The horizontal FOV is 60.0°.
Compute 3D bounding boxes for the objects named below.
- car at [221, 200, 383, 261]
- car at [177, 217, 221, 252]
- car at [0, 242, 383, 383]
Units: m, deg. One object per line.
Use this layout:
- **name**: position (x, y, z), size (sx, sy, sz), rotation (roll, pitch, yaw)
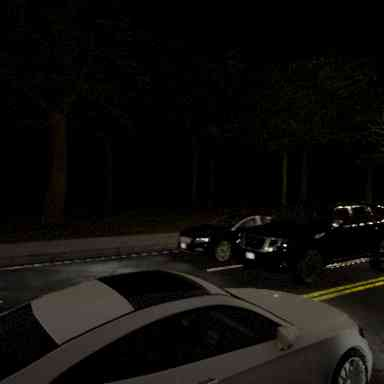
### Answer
- **car**: position (3.841, 1.288, 9.912), size (5.566, 2.045, 2.150), rotation (1, 0, -32)
- **car**: position (1.805, 1.553, 12.429), size (4.902, 1.511, 2.128), rotation (1, 0, -32)
- **car**: position (-0.180, 1.533, 3.192), size (4.674, 1.442, 1.812), rotation (1, 0, -35)
